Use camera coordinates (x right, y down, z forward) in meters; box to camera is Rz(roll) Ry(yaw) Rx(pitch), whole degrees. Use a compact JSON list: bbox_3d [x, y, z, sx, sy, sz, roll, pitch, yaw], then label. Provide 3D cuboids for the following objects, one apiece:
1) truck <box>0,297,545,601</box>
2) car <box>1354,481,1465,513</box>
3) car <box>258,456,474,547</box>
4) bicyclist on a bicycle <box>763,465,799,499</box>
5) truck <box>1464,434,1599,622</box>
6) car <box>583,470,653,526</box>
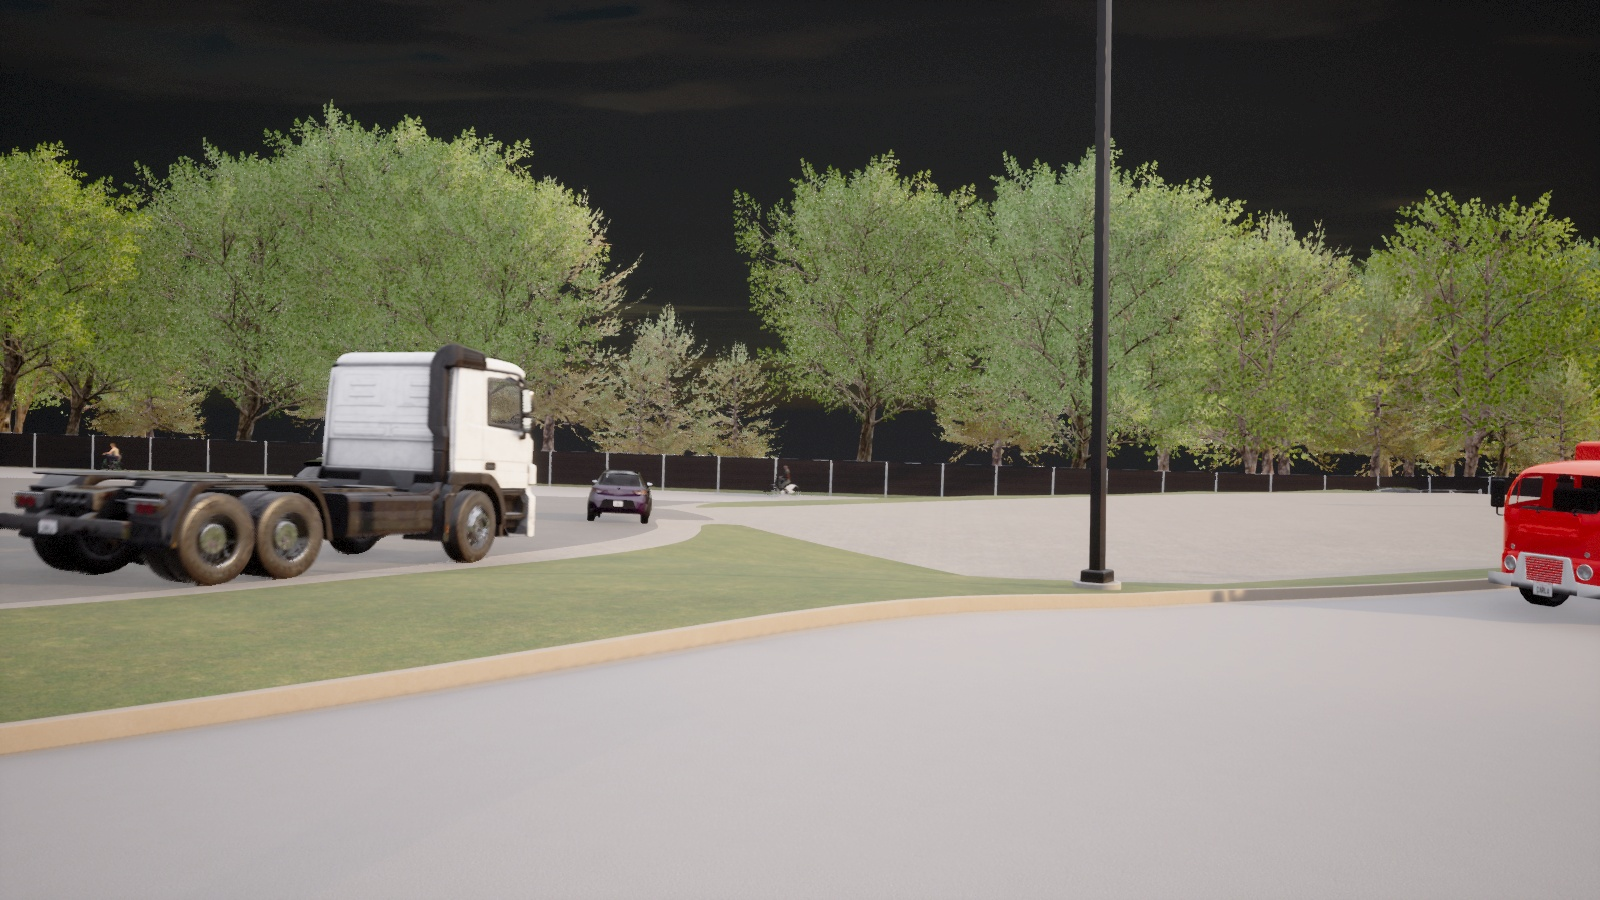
[{"bbox_3d":[-7.364,0.052,18.533,2.891,3.462,7.936,1,-1,24],"label":"truck"},{"bbox_3d":[31.806,2.461,65.635,4.892,1.490,1.837,1,2,3],"label":"car"},{"bbox_3d":[-8.901,1.027,26.321,2.033,1.649,4.856,2,-1,12],"label":"car"},{"bbox_3d":[-1.023,1.716,67.646,1.843,1.776,0.659,2,2,-6],"label":"bicyclist on a bicycle"},{"bbox_3d":[12.802,1.018,18.327,5.204,2.467,2.627,0,2,-20],"label":"truck"},{"bbox_3d":[-5.282,1.362,36.897,1.816,1.474,4.193,3,-1,-6],"label":"car"}]
